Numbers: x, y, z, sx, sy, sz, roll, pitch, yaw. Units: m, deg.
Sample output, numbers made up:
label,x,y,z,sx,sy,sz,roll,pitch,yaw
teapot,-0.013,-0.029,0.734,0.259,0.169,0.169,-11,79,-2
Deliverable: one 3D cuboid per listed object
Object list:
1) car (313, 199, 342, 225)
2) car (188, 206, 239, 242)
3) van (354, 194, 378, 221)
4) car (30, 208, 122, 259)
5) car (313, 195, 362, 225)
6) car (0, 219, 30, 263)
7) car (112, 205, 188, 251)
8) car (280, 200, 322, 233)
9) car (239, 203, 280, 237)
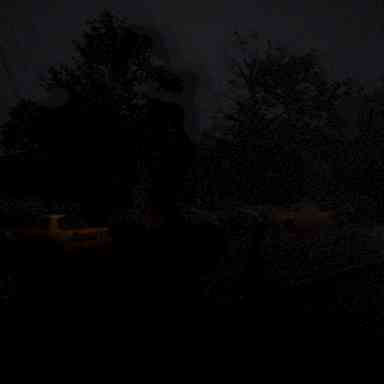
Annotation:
label,x,y,z,sx,sy,sz,roll,pitch,yaw
car,6.473,1.436,21.480,5.366,1.575,1.946,-1,0,32
car,-0.431,1.510,15.990,4.674,1.452,2.002,-1,0,33
van,11.384,1.185,24.984,4.442,1.987,1.878,-1,-1,32
car,-5.352,1.493,12.574,5.366,1.575,1.946,-1,0,34
car,8.990,1.298,23.186,4.553,1.767,2.185,-1,0,32
car,-7.618,1.379,10.756,4.553,1.767,2.185,-1,-1,34
car,-2.786,1.355,14.208,4.553,1.767,2.185,-1,0,34
car,4.444,1.441,19.477,5.366,1.575,1.946,-1,-1,33
car,1.933,1.499,17.774,4.674,1.452,2.002,-1,0,33
